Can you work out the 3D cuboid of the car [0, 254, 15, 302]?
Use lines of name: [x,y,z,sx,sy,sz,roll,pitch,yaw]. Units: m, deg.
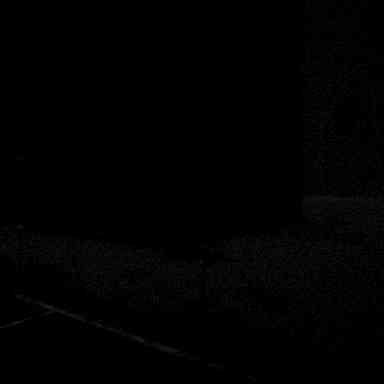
car: [-5.373,1.554,6.915,4.313,1.339,1.947,0,0,36]
